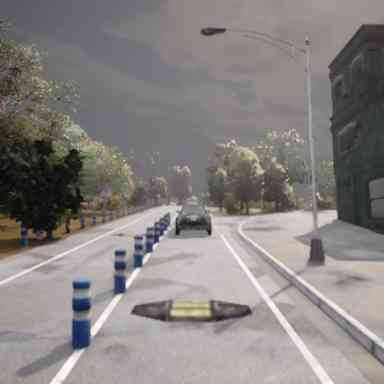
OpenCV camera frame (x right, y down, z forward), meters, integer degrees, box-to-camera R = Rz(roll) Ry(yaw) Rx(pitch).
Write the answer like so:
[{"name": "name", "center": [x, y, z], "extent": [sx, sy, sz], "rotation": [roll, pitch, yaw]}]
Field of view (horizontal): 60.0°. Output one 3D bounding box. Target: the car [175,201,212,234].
[{"name": "car", "center": [0.085, 1.515, 20.663], "extent": [2.097, 1.767, 4.553], "rotation": [-1, 0, 0]}]

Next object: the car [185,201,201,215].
[{"name": "car", "center": [0.099, 1.866, 40.004], "extent": [1.837, 1.490, 4.892], "rotation": [0, 0, 0]}]
